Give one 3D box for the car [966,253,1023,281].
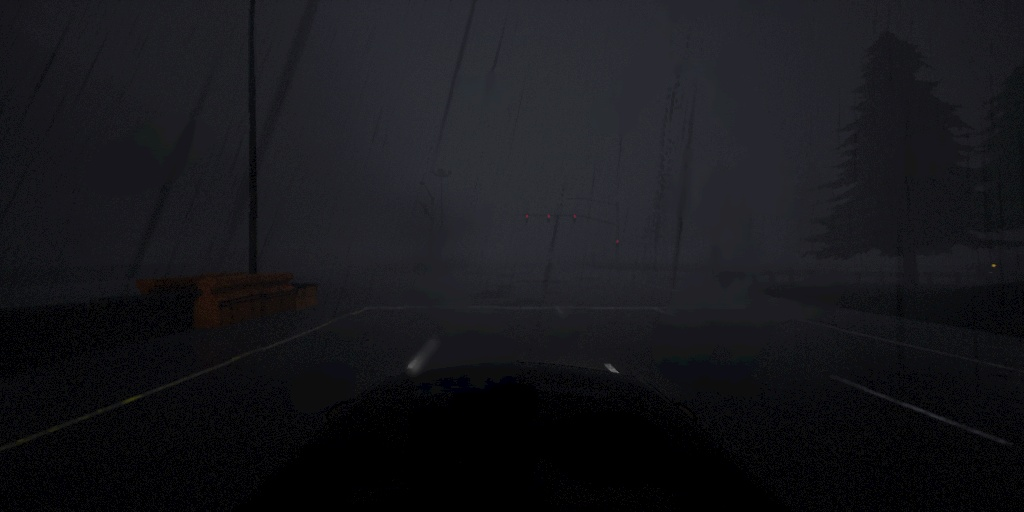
[{"bbox_3d":[37.564,0.792,26.243,5.566,2.045,2.150,0,0,18],"label":"car"}]
